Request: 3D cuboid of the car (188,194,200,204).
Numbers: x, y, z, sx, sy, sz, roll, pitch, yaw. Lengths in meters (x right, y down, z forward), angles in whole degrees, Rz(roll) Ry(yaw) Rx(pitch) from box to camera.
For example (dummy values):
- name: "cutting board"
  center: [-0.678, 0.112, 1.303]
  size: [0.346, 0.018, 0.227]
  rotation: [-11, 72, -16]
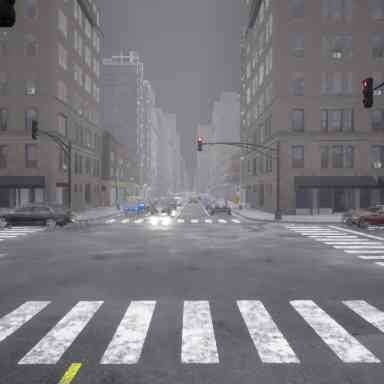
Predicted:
- name: "car"
  center: [0.193, 1.603, 62.987]
  size: [1.895, 1.301, 4.718]
  rotation: [0, 0, 0]

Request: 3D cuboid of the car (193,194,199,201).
- name: "car"
  center: [1.062, 1.448, 89.580]
  size: [1.801, 1.575, 5.366]
  rotation: [0, 0, 0]

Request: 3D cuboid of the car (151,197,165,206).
- name: "car"
  center: [-5.687, 1.569, 56.087]
  size: [1.947, 1.339, 4.313]
  rotation: [0, 0, 0]

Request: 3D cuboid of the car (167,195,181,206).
- name: "car"
  center: [-2.966, 1.495, 43.800]
  size: [2.128, 1.511, 4.902]
  rotation: [0, 0, 0]

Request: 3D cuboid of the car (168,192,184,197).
- name: "car"
  center: [-2.920, 1.224, 54.530]
  size: [2.150, 2.045, 5.566]
  rotation: [0, 0, 0]

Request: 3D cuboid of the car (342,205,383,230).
- name: "car"
  center: [11.844, 1.537, 20.735]
  size: [4.674, 1.442, 1.812]
  rotation: [0, 0, 0]

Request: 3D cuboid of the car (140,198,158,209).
- name: "car"
  center: [-5.722, 1.569, 44.750]
  size: [1.947, 1.339, 4.313]
  rotation: [0, 0, 0]

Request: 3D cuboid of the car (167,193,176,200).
- name: "car"
  center: [-5.582, 1.307, 90.096]
  size: [2.192, 1.841, 5.009]
  rotation: [0, 0, 0]

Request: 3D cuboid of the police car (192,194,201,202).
- name: "police car"
  center: [1.040, 1.421, 79.485]
  size: [1.930, 1.638, 5.238]
  rotation: [0, 0, -1]

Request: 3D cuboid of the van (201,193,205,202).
- name: "van"
  center: [2.838, 1.344, 56.066]
  size: [1.690, 1.788, 3.998]
  rotation: [0, 0, 0]

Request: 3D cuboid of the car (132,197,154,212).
- name: "car"
  center: [-5.740, 1.443, 39.082]
  size: [1.967, 1.590, 4.097]
  rotation: [0, 0, 0]

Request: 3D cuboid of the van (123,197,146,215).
- name: "van"
  center: [-5.758, 1.343, 33.413]
  size: [1.690, 1.788, 3.998]
  rotation: [0, 0, 0]

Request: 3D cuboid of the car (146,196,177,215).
- name: "car"
  center: [-3.003, 1.494, 33.555]
  size: [2.128, 1.511, 4.902]
  rotation: [0, 0, 0]

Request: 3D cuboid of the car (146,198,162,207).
- name: "car"
  center: [-5.705, 1.585, 50.418]
  size: [1.802, 1.307, 4.206]
  rotation: [0, 0, 0]

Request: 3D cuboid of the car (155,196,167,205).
- name: "car"
  center: [-5.670, 1.527, 61.585]
  size: [1.752, 1.417, 4.829]
  rotation: [0, 0, 0]

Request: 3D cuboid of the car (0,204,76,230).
- name: "car"
  center: [-9.750, 1.490, 20.578]
  size: [4.892, 1.490, 1.837]
  rotation: [0, 0, 0]

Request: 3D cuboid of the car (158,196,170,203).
- name: "car"
  center: [-5.652, 1.567, 67.423]
  size: [1.947, 1.339, 4.313]
  rotation: [0, 0, 0]

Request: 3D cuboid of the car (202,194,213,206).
- name: "car"
  center: [2.803, 1.443, 44.727]
  size: [1.967, 1.590, 4.097]
  rotation: [0, 0, 0]

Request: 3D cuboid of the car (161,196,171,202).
- name: "car"
  center: [-5.634, 1.543, 73.091]
  size: [1.887, 1.381, 4.507]
  rotation: [0, 0, 0]

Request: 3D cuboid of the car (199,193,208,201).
- name: "car"
  center: [2.926, 1.309, 84.412]
  size: [2.192, 1.841, 5.009]
  rotation: [0, 0, 0]

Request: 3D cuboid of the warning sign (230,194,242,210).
- name: "warning sign"
  center: [5.188, 1.118, 39.376]
  size: [1.300, 1.860, 1.060]
  rotation: [0, 0, 0]

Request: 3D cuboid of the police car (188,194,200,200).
- name: "police car"
  center: [0.567, 1.415, 95.408]
  size: [1.930, 1.638, 5.238]
  rotation: [0, 0, -16]

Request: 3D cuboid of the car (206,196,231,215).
- name: "car"
  center: [2.768, 1.442, 33.389]
  size: [1.967, 1.590, 4.097]
  rotation: [0, 0, 0]

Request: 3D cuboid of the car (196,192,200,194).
- name: "car"
  center: [0.224, 1.292, 72.961]
  size: [1.882, 1.535, 5.008]
  rotation: [0, 0, 0]

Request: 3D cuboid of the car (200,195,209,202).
- name: "car"
  center: [2.909, 1.437, 78.743]
  size: [1.967, 1.590, 4.097]
  rotation: [0, 0, 0]
